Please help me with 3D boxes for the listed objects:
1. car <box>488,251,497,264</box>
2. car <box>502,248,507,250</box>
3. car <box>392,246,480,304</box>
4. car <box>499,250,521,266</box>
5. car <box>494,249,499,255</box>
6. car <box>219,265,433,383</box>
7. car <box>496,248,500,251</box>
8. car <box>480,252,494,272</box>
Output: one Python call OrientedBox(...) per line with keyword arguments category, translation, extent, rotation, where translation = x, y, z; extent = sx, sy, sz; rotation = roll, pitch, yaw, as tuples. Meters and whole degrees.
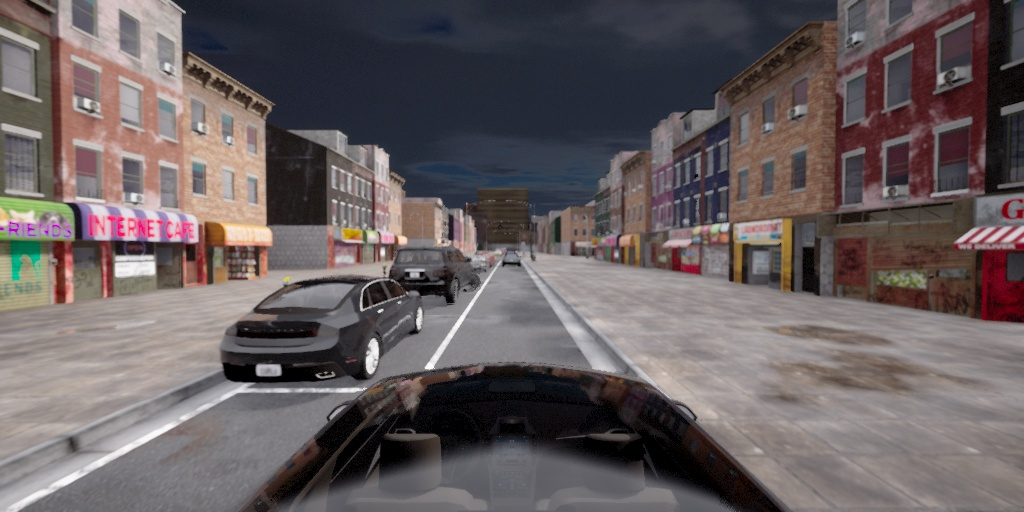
OrientedBox(category="car", translation=(-2.785, 0.402, 34.644), extent=(1.888, 1.381, 4.507), rotation=(0, 0, 0))
OrientedBox(category="car", translation=(-0.209, -0.054, 50.964), extent=(1.837, 1.490, 4.892), rotation=(0, 2, 0))
OrientedBox(category="car", translation=(-2.916, 0.625, 14.152), extent=(2.150, 2.045, 5.566), rotation=(0, 2, 4))
OrientedBox(category="car", translation=(-0.068, 0.341, 37.697), extent=(1.994, 1.385, 4.181), rotation=(0, 1, -1))
OrientedBox(category="car", translation=(-2.810, 0.260, 40.136), extent=(1.888, 1.381, 4.507), rotation=(0, 0, 0))
OrientedBox(category="car", translation=(-3.044, 1.109, 6.885), extent=(1.837, 1.490, 4.892), rotation=(0, 2, 0))
OrientedBox(category="car", translation=(-2.834, 0.101, 45.458), extent=(1.751, 1.417, 4.829), rotation=(0, 0, 0))
OrientedBox(category="car", translation=(-2.761, 0.551, 29.152), extent=(2.007, 1.370, 4.403), rotation=(0, 0, 0))
